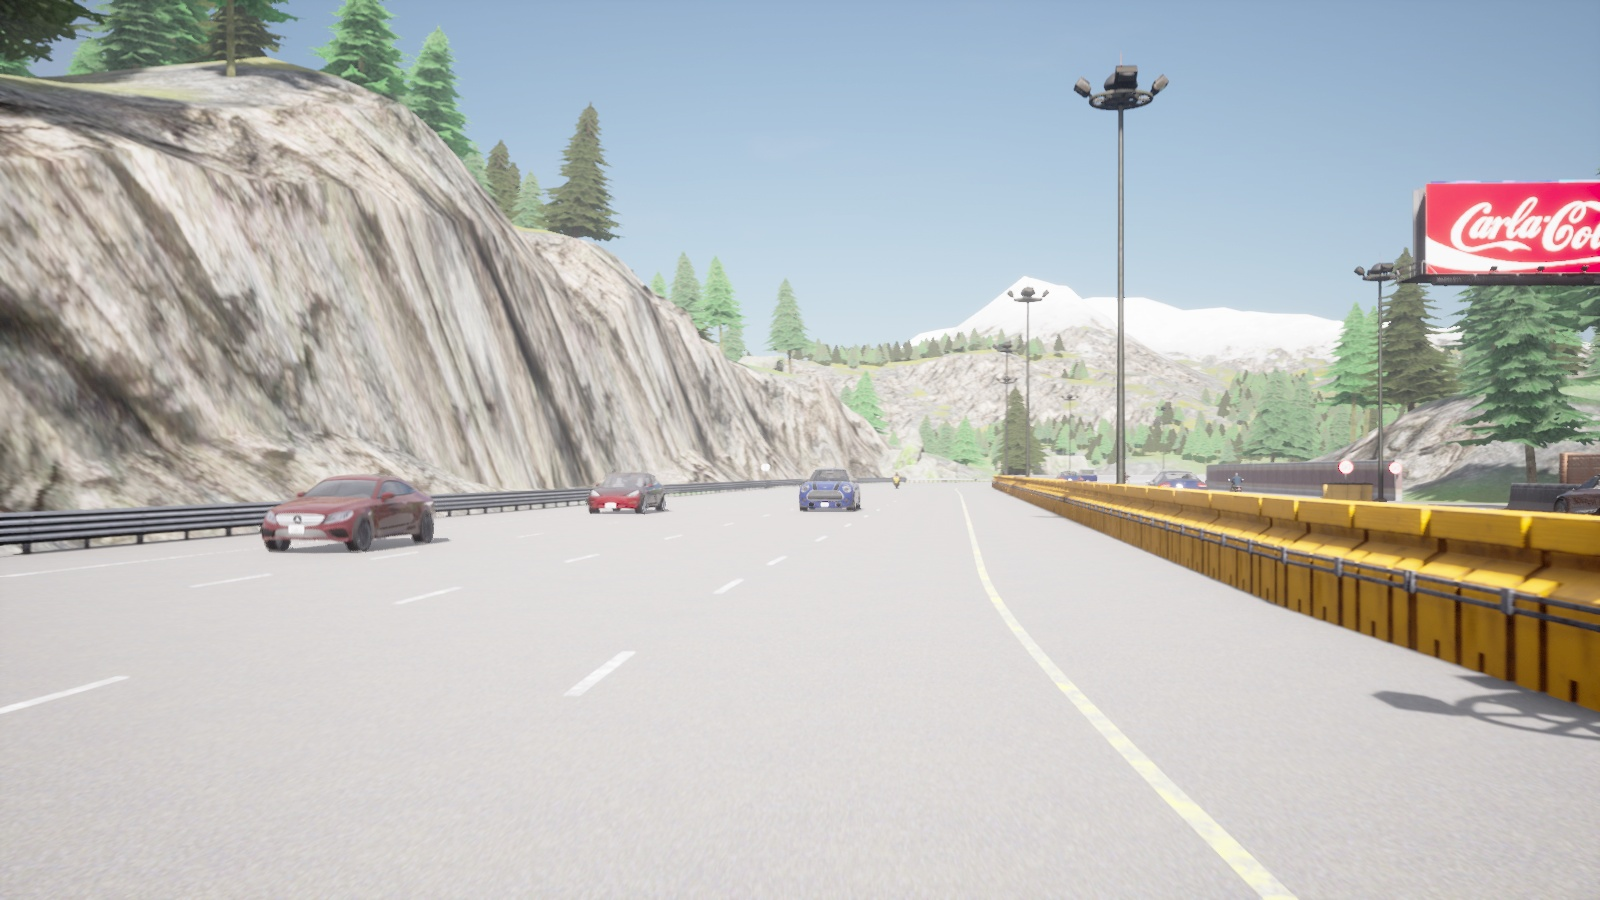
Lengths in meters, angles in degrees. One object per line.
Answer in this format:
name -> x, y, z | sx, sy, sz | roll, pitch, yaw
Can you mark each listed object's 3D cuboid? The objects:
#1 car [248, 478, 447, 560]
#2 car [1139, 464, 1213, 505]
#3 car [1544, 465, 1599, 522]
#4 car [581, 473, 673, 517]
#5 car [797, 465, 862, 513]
car -> -8.823, 1.290, 24.964 | 1.812, 1.442, 4.674 | 0, -1, 7
car -> 15.827, 1.425, 53.140 | 2.152, 1.651, 5.027 | 0, -1, 7
car -> 24.487, 1.285, 37.583 | 2.033, 1.649, 4.856 | 0, -1, 7
car -> -6.236, 1.603, 45.780 | 2.163, 1.488, 4.792 | 0, -1, 7
car -> 1.212, 1.489, 49.002 | 2.097, 1.767, 4.553 | 0, -1, 7
